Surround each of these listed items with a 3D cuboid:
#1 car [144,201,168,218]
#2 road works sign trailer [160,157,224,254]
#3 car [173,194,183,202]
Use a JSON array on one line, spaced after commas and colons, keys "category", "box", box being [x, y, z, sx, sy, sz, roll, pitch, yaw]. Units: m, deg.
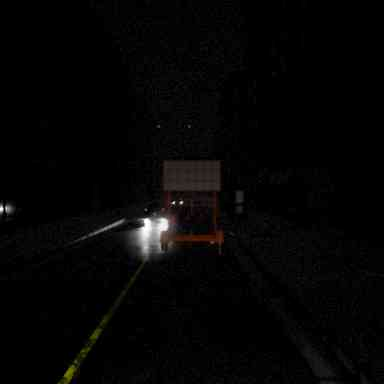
[{"category": "car", "box": [-3.096, 1.523, 29.820, 1.895, 1.301, 4.718, 0, 0, 0]}, {"category": "road works sign trailer", "box": [0.000, 0.427, 13.219, 2.380, 3.560, 2.880, 0, 0, 0]}, {"category": "car", "box": [-2.993, 1.278, 72.200, 1.882, 1.535, 5.008, 0, 0, 0]}]
